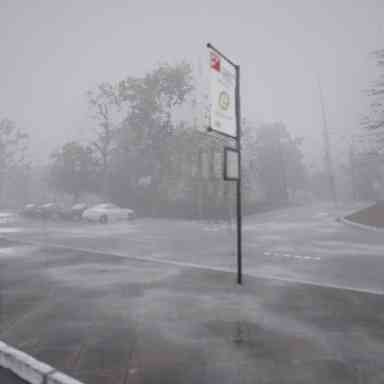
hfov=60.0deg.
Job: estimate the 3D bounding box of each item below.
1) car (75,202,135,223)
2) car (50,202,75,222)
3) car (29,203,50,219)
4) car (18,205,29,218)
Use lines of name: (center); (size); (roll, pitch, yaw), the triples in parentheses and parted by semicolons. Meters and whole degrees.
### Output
car: (-6.798, 1.697, 27.366); (2.002, 1.452, 4.674); (-1, 0, 35)
car: (-9.357, 1.685, 29.200); (2.097, 1.535, 5.008); (-1, 0, 35)
car: (-12.028, 1.716, 31.092); (2.231, 1.521, 4.892); (-1, 0, 35)
car: (-14.694, 1.785, 32.996); (2.002, 1.452, 4.674); (-1, 0, 36)
